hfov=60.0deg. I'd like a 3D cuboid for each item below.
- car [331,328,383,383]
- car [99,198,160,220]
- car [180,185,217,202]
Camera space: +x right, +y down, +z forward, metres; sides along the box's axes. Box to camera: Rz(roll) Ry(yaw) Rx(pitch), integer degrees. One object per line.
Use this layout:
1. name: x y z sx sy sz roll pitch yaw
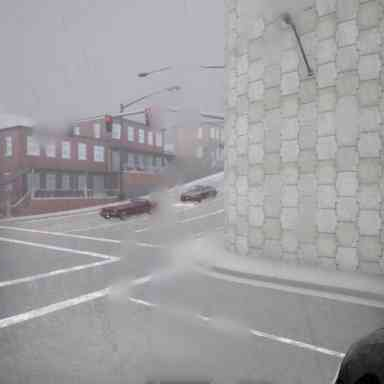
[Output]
1. car: 3.308 1.492 1.604 4.902 1.511 2.128 0 0 36
2. car: -4.560 1.187 24.729 1.895 1.301 4.718 0 5 35
3. car: 0.675 0.077 32.115 1.994 1.385 4.181 0 9 36
